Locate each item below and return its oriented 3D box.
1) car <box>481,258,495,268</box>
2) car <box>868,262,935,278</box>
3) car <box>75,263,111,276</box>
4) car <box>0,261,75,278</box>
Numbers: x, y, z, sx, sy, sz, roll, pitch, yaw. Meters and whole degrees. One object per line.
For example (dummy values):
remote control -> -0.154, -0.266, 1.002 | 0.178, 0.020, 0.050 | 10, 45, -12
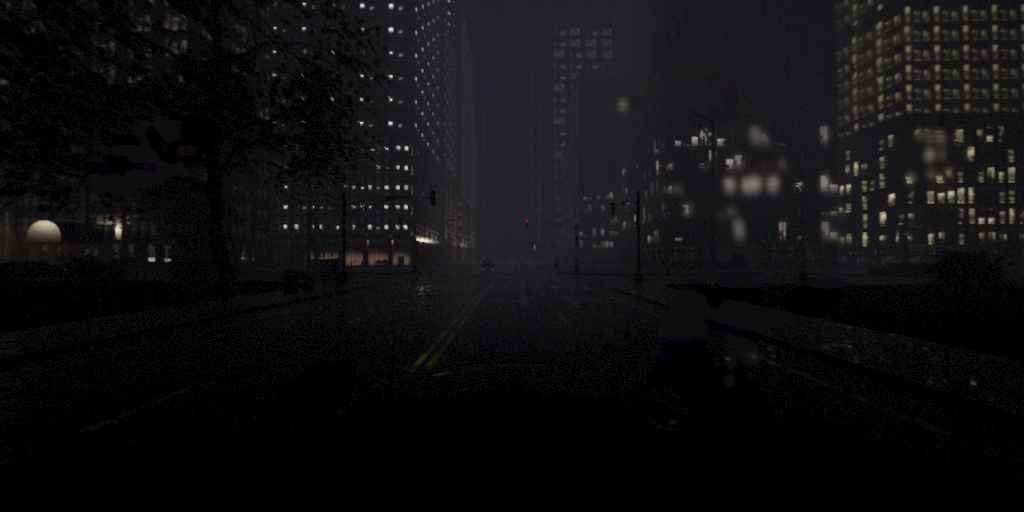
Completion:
car -> -3.938, 1.103, 59.896 | 2.097, 1.767, 4.553 | 0, 0, -1
car -> 36.634, 1.311, 33.837 | 5.008, 1.535, 1.882 | 0, -1, 2
car -> -40.231, 1.288, 33.148 | 4.718, 1.301, 1.895 | 0, -1, 2
car -> -40.164, 1.144, 29.891 | 4.892, 1.490, 1.837 | 0, -1, 2
